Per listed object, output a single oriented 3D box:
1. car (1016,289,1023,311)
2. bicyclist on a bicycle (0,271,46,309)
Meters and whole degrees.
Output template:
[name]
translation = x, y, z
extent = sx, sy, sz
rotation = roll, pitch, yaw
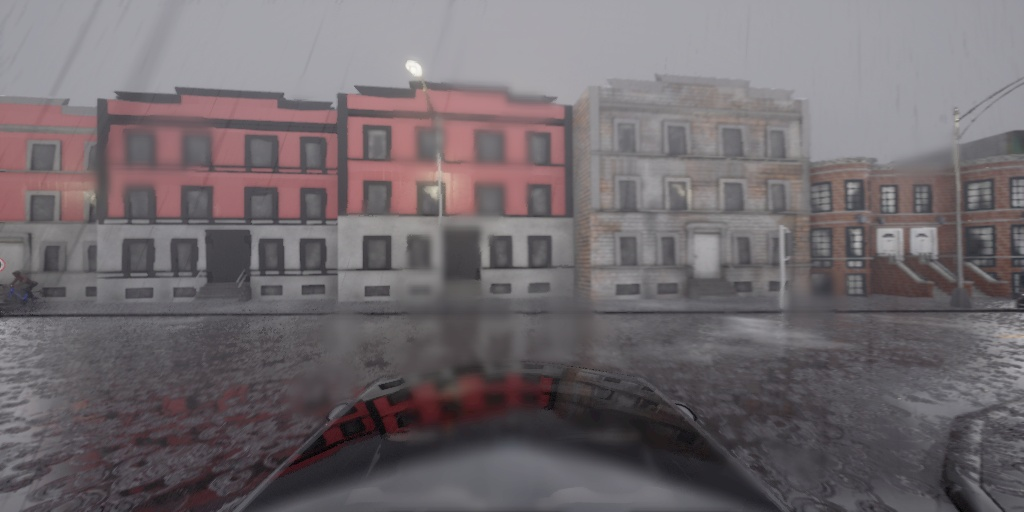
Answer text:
[car]
translation = 18.470, 1.191, 10.760
extent = 4.902, 1.511, 2.128
rotation = -1, -1, 2
[bicyclist on a bicycle]
translation = -22.193, 1.514, 16.224
extent = 0.582, 1.620, 1.656
rotation = -1, -1, 2
